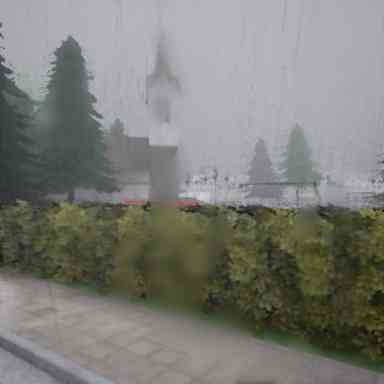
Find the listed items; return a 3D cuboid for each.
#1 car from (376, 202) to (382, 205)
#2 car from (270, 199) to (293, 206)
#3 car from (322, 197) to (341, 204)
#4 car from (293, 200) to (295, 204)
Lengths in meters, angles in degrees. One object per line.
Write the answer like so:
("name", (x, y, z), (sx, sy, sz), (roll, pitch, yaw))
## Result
("car", (37.197, 2.288, 68.762), (3.806, 1.475, 1.970), (-1, -1, 36))
("car", (20.377, 2.375, 77.276), (4.514, 1.523, 2.007), (-1, -1, 36))
("car", (35.346, 2.445, 84.924), (3.633, 1.501, 1.845), (-1, -1, 36))
("car", (22.178, 2.400, 79.845), (5.027, 1.636, 2.152), (-1, -1, 36))
